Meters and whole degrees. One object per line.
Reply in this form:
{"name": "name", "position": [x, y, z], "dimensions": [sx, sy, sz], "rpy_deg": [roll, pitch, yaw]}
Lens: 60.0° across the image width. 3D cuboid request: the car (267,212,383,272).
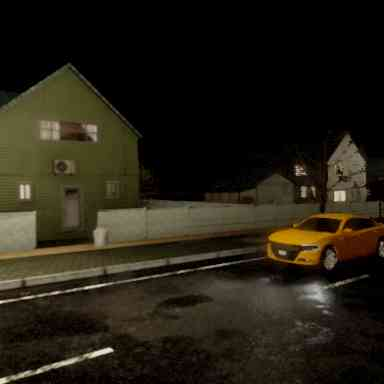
{"name": "car", "position": [4.623, 1.465, 10.971], "dimensions": [5.008, 1.535, 1.882], "rpy_deg": [0, 0, -35]}
